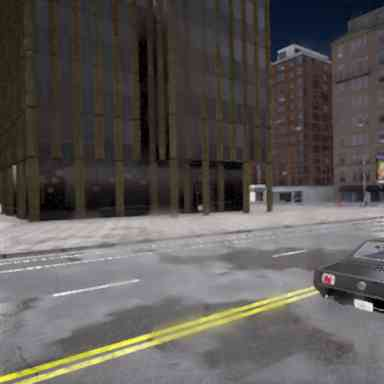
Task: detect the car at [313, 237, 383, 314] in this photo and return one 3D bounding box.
[{"bbox_3d":[4.648,1.589,6.836,4.718,1.301,1.895,0,0,-36],"label":"car"}]
